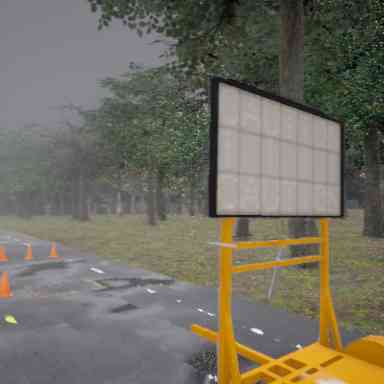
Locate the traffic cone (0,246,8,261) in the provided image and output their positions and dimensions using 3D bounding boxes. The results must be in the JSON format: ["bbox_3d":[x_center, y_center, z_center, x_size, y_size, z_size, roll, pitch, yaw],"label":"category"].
[{"bbox_3d":[-7.734,2.503,13.614,0.340,0.580,0.340,4,-4,-39],"label":"traffic cone"}]

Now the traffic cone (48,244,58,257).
[{"bbox_3d":[-6.190,2.601,14.879,0.340,0.580,0.340,4,-4,-39],"label":"traffic cone"}]

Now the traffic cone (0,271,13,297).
[{"bbox_3d":[-4.697,2.295,8.348,0.340,0.580,0.340,4,-4,-39],"label":"traffic cone"}]

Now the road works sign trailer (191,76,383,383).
[{"bbox_3d":[0.938,0.699,3.947,2.380,3.560,2.880,4,-4,-39],"label":"road works sign trailer"}]
